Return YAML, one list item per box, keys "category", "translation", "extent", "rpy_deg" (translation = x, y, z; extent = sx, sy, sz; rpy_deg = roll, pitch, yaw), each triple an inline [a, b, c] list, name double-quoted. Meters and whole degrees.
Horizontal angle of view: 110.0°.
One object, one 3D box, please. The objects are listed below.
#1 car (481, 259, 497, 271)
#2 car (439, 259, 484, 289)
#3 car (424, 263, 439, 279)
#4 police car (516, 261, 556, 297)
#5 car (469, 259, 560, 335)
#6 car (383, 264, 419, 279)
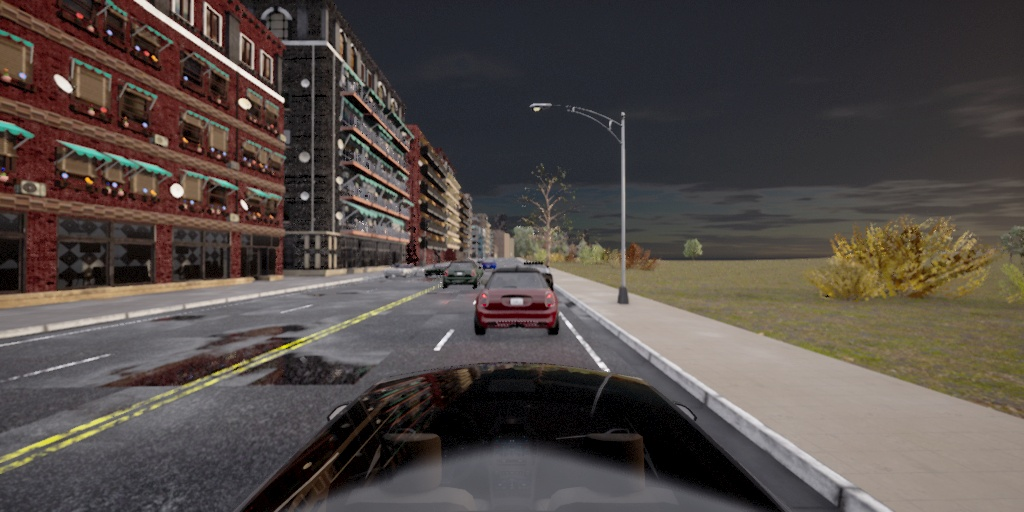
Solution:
- category: "car"
  translation: [-3.008, 1.185, 48.168]
  extent: [1.882, 1.535, 5.008]
  rpy_deg: [0, -1, 0]
- category: "car"
  translation: [-3.084, 1.083, 23.282]
  extent: [2.097, 1.767, 4.553]
  rpy_deg: [0, 0, 0]
- category: "car"
  translation: [-6.509, 1.324, 32.167]
  extent: [1.895, 1.301, 4.718]
  rpy_deg: [0, 0, 0]
- category: "police car"
  translation: [1.194, 1.160, 20.103]
  extent: [1.930, 1.638, 5.238]
  rpy_deg: [0, 0, 0]
- category: "car"
  translation: [0.124, 1.095, 10.609]
  extent: [2.097, 1.767, 4.553]
  rpy_deg: [0, 0, 0]
- category: "car"
  translation: [-9.760, 1.324, 31.759]
  extent: [1.895, 1.301, 4.718]
  rpy_deg: [0, 0, 0]
